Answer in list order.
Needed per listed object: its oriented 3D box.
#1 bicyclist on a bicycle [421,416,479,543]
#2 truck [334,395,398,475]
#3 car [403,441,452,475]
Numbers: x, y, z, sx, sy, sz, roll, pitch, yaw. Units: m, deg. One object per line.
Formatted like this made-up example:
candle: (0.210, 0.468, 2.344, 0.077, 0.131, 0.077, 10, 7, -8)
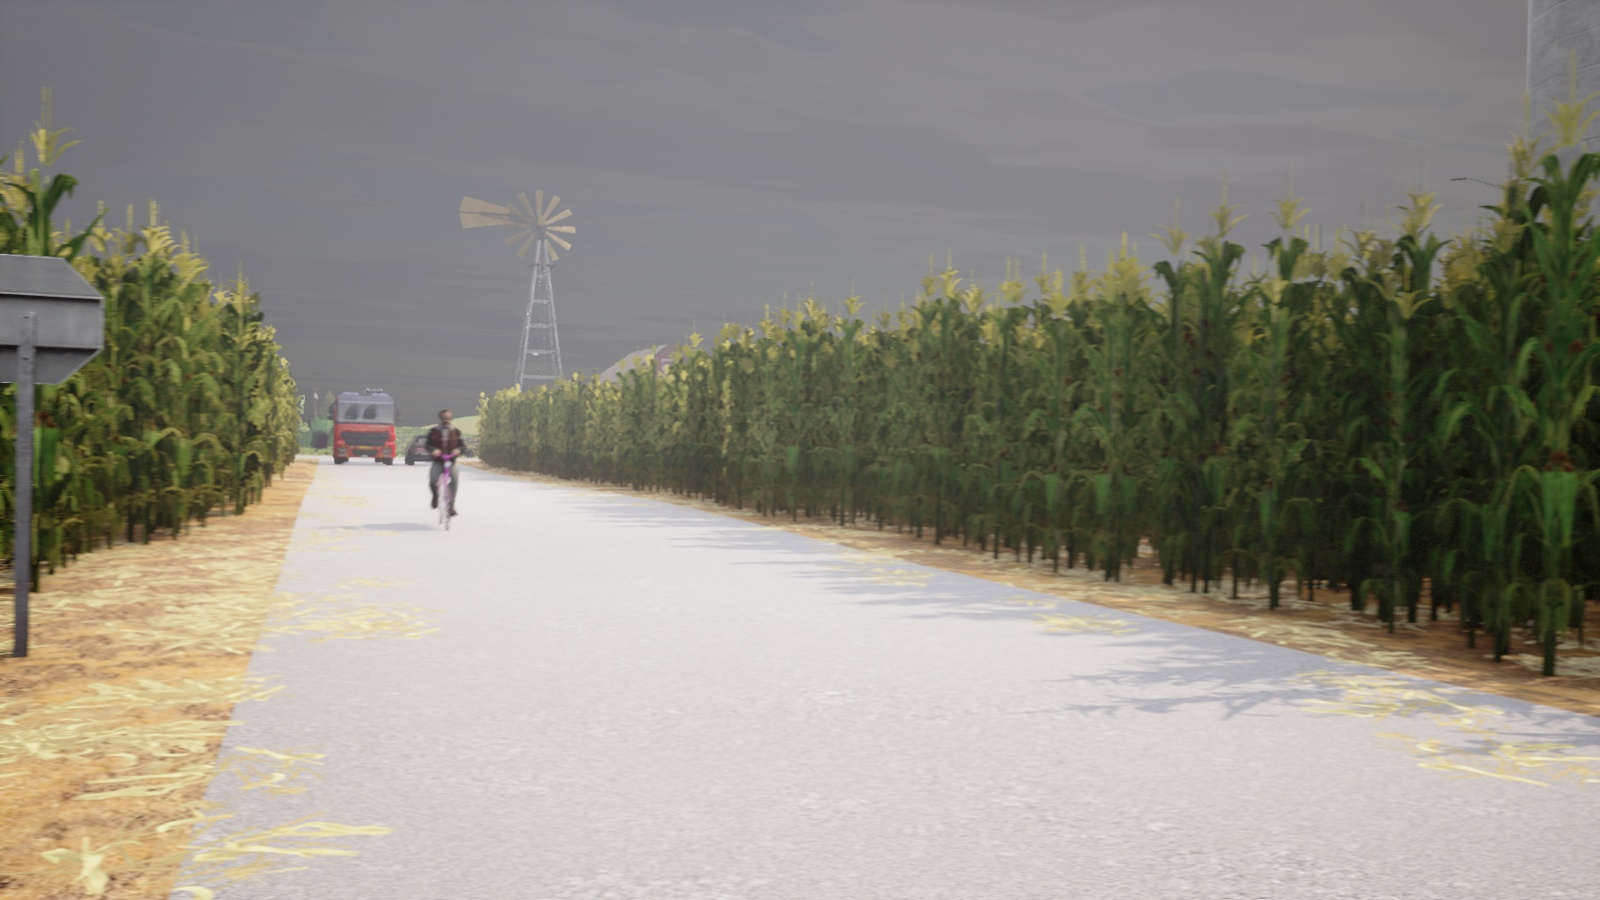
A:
bicyclist on a bicycle: (-5.154, 0.396, 18.431, 0.659, 1.776, 1.843, 0, 1, -21)
truck: (-22.374, -0.729, 64.430, 2.891, 3.827, 8.468, 0, 0, -20)
car: (-19.177, 0.378, 64.518, 2.033, 1.649, 4.856, 0, 0, -21)
